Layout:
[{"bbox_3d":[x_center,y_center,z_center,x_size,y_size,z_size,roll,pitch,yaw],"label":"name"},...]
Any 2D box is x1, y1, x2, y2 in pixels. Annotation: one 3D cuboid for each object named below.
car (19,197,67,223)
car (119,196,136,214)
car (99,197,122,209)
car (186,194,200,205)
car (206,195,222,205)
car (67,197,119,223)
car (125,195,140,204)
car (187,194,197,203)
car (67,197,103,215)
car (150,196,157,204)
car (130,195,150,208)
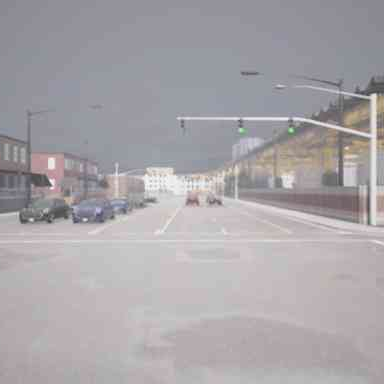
[{"bbox_3d":[-10.594,1.238,24.200,2.097,1.767,4.553,0,0,0],"label":"car"},{"bbox_3d":[-7.098,1.371,33.017,1.812,1.442,4.674,0,0,0],"label":"car"},{"bbox_3d":[-10.590,1.361,43.382,1.994,1.385,4.181,0,0,0],"label":"car"},{"bbox_3d":[0.100,1.109,51.722,2.097,1.767,4.553,0,0,0],"label":"car"},{"bbox_3d":[3.597,1.360,51.695,1.895,1.301,4.718,0,0,0],"label":"car"},{"bbox_3d":[-7.094,1.238,24.329,2.097,1.767,4.553,0,0,0],"label":"car"},{"bbox_3d":[-10.511,1.289,59.078,1.994,1.385,4.181,0,0,0],"label":"car"},{"bbox_3d":[0.032,1.218,61.723,1.837,1.490,4.892,0,0,0],"label":"car"},{"bbox_3d":[-10.597,1.335,33.354,2.128,1.511,4.902,0,0,0],"label":"car"},{"bbox_3d":[-7.037,1.339,56.230,1.895,1.301,4.718,0,0,1],"label":"car"},{"bbox_3d":[-7.090,1.152,42.931,2.097,1.767,4.553,0,0,0],"label":"car"}]
